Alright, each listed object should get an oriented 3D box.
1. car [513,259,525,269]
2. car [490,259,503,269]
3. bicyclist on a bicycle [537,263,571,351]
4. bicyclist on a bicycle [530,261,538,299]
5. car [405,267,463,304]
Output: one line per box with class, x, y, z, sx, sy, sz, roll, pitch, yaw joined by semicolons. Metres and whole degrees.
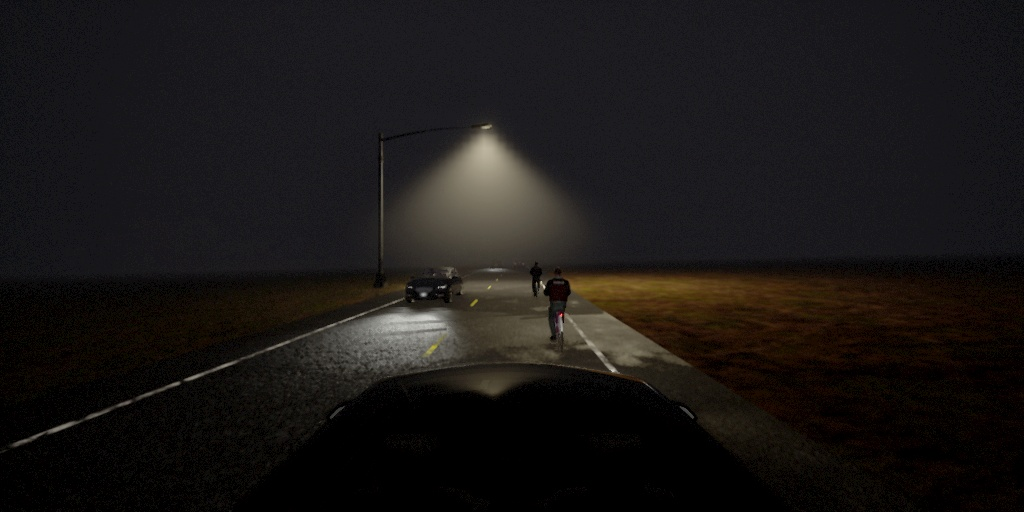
car;1.154;1.331;58.122;2.033;1.411;5.357;0;0;1
car;-2.498;1.276;59.063;2.128;1.511;4.902;0;0;1
bicyclist on a bicycle;1.010;1.123;8.097;0.659;1.776;1.843;0;0;1
bicyclist on a bicycle;1.145;1.127;17.068;0.659;1.776;1.843;0;0;1
car;-3.430;1.248;16.497;2.128;1.511;4.902;0;0;1
